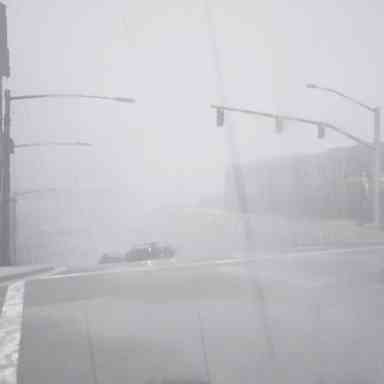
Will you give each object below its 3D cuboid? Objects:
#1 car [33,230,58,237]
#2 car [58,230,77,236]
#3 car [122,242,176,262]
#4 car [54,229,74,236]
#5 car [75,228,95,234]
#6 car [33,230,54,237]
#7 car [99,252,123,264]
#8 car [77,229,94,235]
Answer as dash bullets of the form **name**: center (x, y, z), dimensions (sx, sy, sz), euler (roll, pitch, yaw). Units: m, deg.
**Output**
- **car**: center (-36.435, 10.298, 81.774), dimensions (4.974, 1.542, 2.038), euler (0, -1, 17)
- **car**: center (-32.304, 10.349, 83.814), dimensions (2.038, 1.542, 4.974), euler (0, -1, 27)
- **car**: center (-2.689, 3.870, 21.151), dimensions (1.895, 1.301, 4.718), euler (0, -13, -27)
- **car**: center (-32.279, 10.192, 83.863), dimensions (1.853, 1.218, 4.536), euler (0, -1, 27)
- **car**: center (-27.886, 10.258, 86.892), dimensions (4.536, 1.218, 1.853), euler (0, -1, 2)
- **car**: center (-36.484, 10.140, 81.791), dimensions (4.536, 1.218, 1.853), euler (0, -1, 17)
- **car**: center (-7.091, 6.124, 29.958), dimensions (1.882, 1.535, 5.008), euler (0, -14, -26)
- **car**: center (-27.835, 10.415, 86.888), dimensions (4.974, 1.542, 2.038), euler (0, -1, 2)
